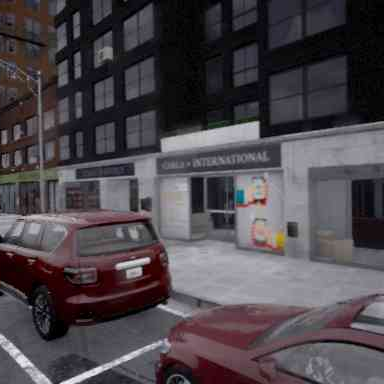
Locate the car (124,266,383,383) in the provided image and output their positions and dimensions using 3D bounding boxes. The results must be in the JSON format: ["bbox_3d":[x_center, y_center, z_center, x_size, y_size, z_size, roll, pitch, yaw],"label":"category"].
[{"bbox_3d":[1.458,1.509,2.560,1.802,1.307,4.206,-2,1,-45],"label":"car"}]

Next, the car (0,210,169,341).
[{"bbox_3d":[-2.523,1.284,6.587,2.192,1.841,5.009,-2,1,-45],"label":"car"}]
